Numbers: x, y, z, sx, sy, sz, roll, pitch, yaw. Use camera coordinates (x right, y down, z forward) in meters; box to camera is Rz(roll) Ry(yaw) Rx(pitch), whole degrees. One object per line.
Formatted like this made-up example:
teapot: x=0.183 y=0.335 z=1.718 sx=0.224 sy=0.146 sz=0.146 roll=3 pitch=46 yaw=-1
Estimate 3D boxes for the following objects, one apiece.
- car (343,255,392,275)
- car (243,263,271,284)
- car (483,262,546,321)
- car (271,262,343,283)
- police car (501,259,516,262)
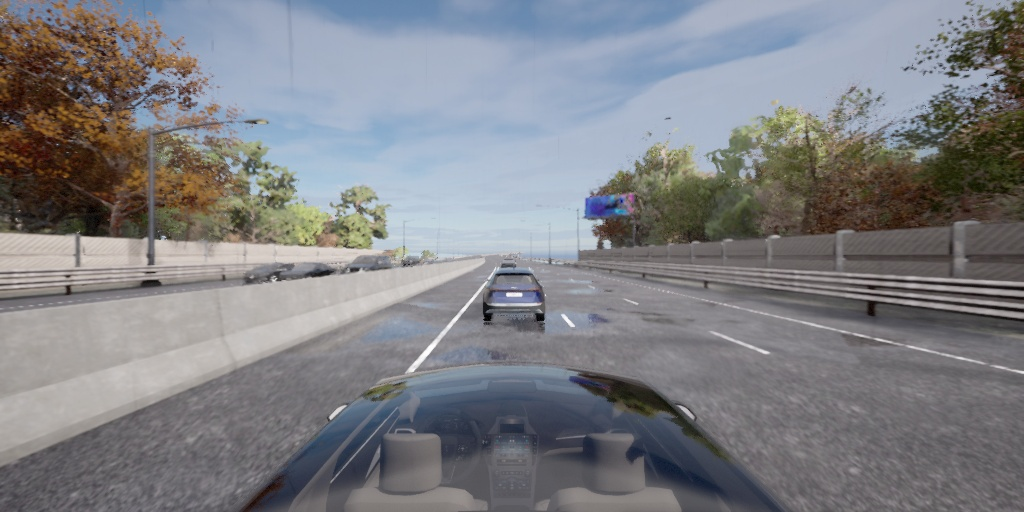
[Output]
car: x=-10.799 y=0.968 z=27.177 sx=2.150 sy=2.045 sz=5.566 roll=0 pitch=0 yaw=-1
car: x=-17.796 y=1.253 z=26.896 sx=1.837 sy=1.490 sz=4.892 roll=0 pitch=0 yaw=-1
car: x=0.053 y=1.177 z=12.552 sx=2.033 sy=1.649 sz=4.856 roll=0 pitch=0 yaw=0
car: x=-14.274 y=1.225 z=25.347 sx=1.882 sy=1.535 sz=5.008 roll=0 pitch=0 yaw=-1
police car: x=-0.425 y=1.162 z=43.937 sx=1.930 sy=1.638 sz=5.238 roll=0 pitch=0 yaw=-1
